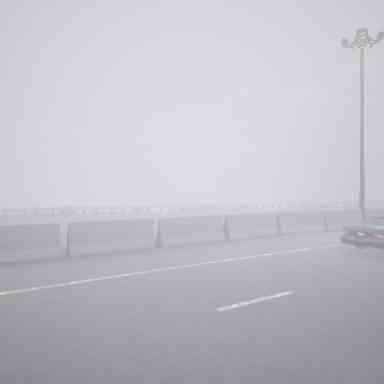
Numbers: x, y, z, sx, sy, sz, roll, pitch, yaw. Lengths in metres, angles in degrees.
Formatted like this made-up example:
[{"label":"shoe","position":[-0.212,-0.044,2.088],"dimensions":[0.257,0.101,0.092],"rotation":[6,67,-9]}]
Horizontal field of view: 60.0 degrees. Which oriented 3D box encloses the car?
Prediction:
[{"label":"car","position":[8.245,1.560,13.216],"dimensions":[5.357,1.411,2.033],"rotation":[0,0,-30]}]
